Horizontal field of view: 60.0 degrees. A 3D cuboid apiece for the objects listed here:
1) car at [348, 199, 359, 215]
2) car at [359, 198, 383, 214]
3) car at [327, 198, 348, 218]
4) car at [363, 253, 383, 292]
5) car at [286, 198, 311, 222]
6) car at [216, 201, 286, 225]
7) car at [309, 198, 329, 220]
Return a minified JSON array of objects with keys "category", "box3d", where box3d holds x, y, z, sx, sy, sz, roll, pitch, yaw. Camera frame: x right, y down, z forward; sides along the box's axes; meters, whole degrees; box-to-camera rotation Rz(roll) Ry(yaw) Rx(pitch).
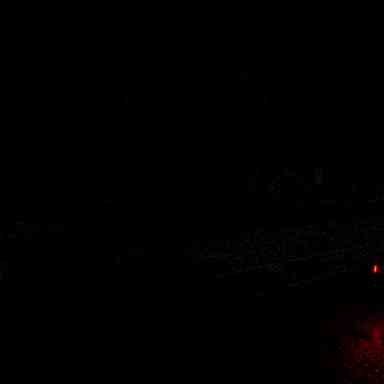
[{"category":"car","box3d":[12.840,1.334,31.234,4.553,1.767,2.185,0,-1,29]},{"category":"car","box3d":[17.282,1.469,35.137,4.892,1.521,2.231,0,0,28]},{"category":"car","box3d":[10.638,1.455,29.280,5.008,1.535,2.097,-1,0,30]},{"category":"car","box3d":[5.945,1.603,7.617,4.718,1.301,1.895,0,0,-37]},{"category":"car","box3d":[6.118,1.454,25.474,4.892,1.521,2.231,-1,0,31]},{"category":"car","box3d":[3.799,1.484,23.625,4.792,1.488,2.163,-1,0,31]},{"category":"car","box3d":[8.385,1.494,27.376,4.674,1.452,2.002,-1,-1,30]}]
